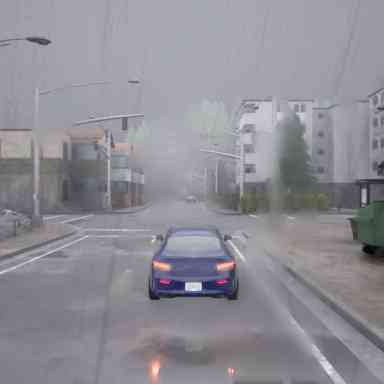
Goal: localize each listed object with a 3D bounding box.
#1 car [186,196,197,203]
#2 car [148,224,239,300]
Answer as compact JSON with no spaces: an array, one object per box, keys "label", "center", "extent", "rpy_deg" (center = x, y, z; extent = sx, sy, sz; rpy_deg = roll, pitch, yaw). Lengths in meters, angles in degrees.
[{"label":"car","center":[-0.141,1.526,66.890],"extent":[1.812,1.442,4.674],"rpy_deg":[0,0,0]},{"label":"car","center":[0.040,1.526,8.248],"extent":[1.812,1.442,4.674],"rpy_deg":[0,0,0]}]
